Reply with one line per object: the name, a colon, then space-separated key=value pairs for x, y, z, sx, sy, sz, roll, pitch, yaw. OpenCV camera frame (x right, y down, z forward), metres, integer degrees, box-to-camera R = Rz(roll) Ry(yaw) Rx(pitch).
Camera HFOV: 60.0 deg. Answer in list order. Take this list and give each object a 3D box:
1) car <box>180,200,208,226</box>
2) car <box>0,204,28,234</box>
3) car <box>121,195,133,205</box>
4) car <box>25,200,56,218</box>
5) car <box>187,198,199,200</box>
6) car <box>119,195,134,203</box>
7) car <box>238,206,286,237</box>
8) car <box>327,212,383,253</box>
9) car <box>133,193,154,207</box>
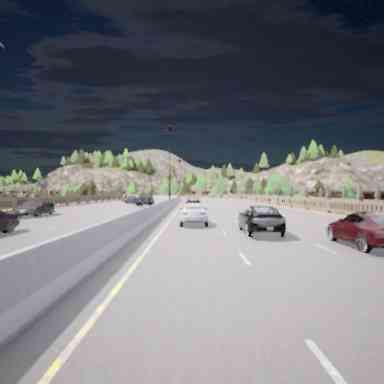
car: x=0.121 y=1.499 z=23.077 sx=1.812 sy=1.442 sz=4.674 roll=0 pitch=0 yaw=0
car: x=-10.586 y=1.527 z=16.398 sx=2.033 sy=1.411 sz=5.357 roll=0 pitch=0 yaw=0
car: x=-10.489 y=1.454 z=58.289 sx=1.837 sy=1.490 sz=4.892 roll=0 pitch=0 yaw=1
car: x=-14.067 y=1.454 z=30.094 sx=2.128 sy=1.511 sz=4.902 roll=0 pitch=0 yaw=0
car: x=0.137 y=1.447 z=40.988 sx=2.128 sy=1.511 sz=4.902 roll=0 pitch=0 yaw=0
car: x=-13.935 y=1.475 z=71.204 sx=2.128 sy=1.511 sz=4.902 roll=0 pitch=0 yaw=0
car: x=3.616 y=1.472 z=17.783 sx=2.128 sy=1.511 sz=4.902 roll=0 pitch=0 yaw=0
car: x=7.112 y=1.512 z=13.412 sx=1.812 sy=1.442 sz=4.674 roll=0 pitch=0 yaw=0
car: x=-7.029 y=1.170 z=50.575 sx=2.150 sy=2.045 sz=5.566 roll=0 pitch=0 yaw=0
